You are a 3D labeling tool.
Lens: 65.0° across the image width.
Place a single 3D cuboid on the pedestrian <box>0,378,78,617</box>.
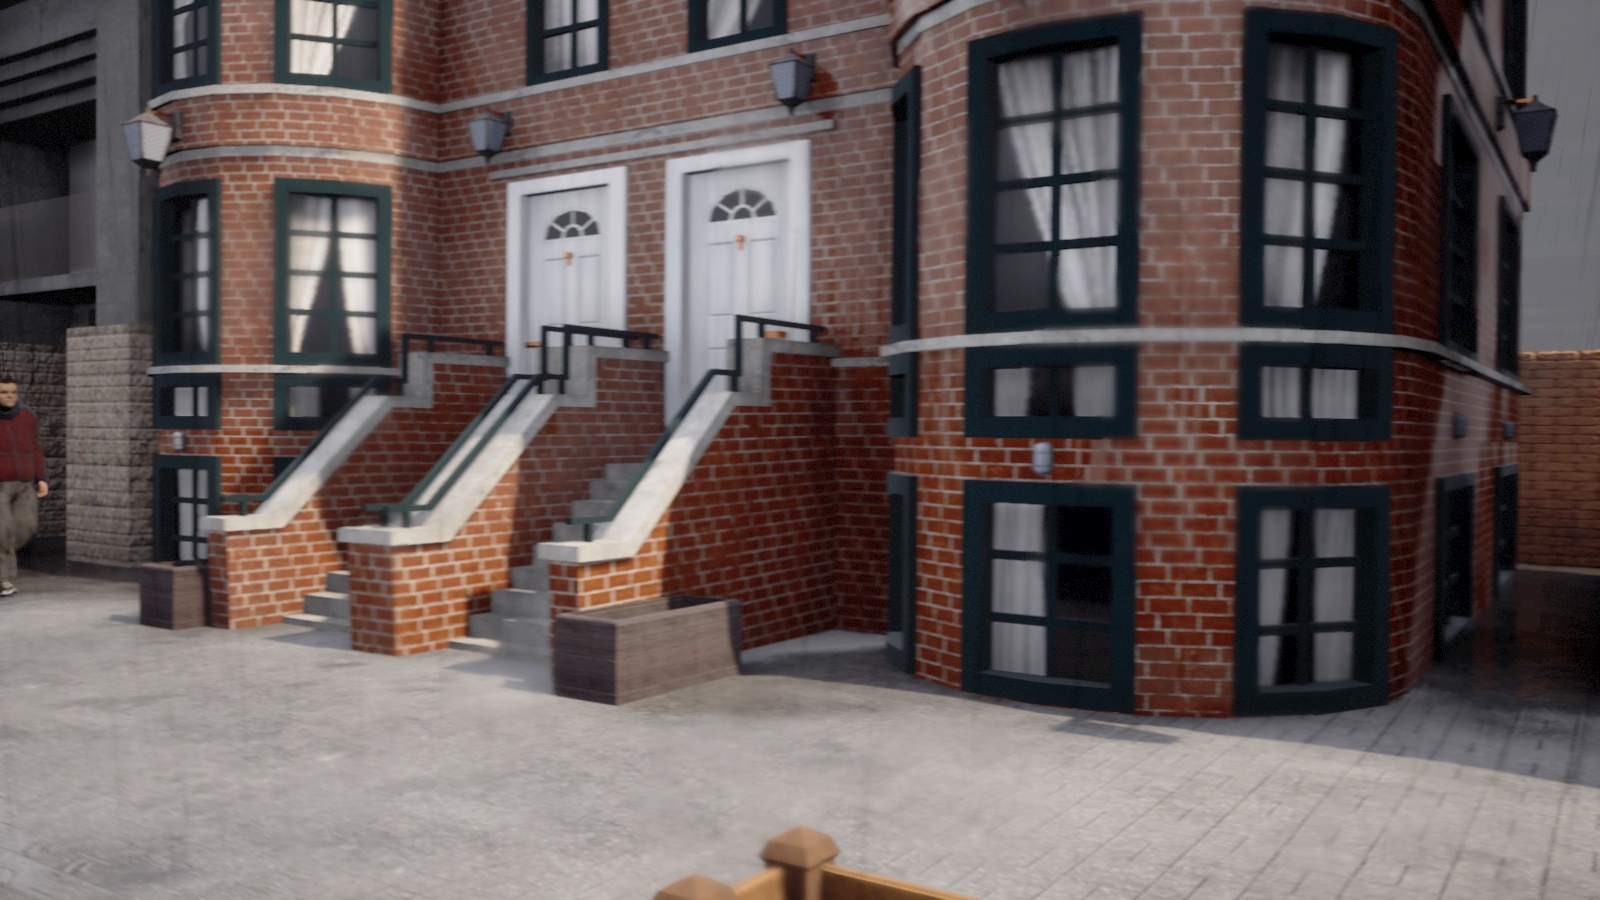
[{"bbox_3d":[-6.424,0.361,10.134,0.899,1.844,0.634,0,1,30],"label":"pedestrian"}]
